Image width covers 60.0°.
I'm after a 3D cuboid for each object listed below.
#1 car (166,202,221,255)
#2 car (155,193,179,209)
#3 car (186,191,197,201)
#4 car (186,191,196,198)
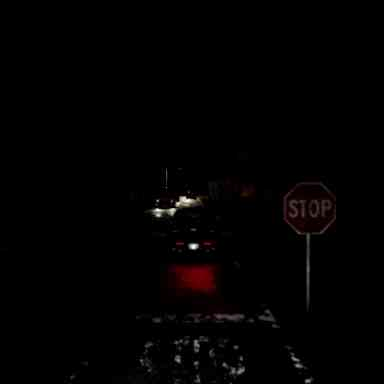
[{"bbox_3d":[0.054,1.362,12.641,1.837,1.490,4.892,0,1,0],"label":"car"},{"bbox_3d":[-2.936,0.924,37.781,2.097,1.767,4.553,0,1,0],"label":"car"},{"bbox_3d":[-0.155,0.864,62.252,1.994,1.385,4.181,0,1,0],"label":"car"},{"bbox_3d":[-0.180,0.548,72.253,2.128,1.511,4.902,0,1,0],"label":"car"}]
